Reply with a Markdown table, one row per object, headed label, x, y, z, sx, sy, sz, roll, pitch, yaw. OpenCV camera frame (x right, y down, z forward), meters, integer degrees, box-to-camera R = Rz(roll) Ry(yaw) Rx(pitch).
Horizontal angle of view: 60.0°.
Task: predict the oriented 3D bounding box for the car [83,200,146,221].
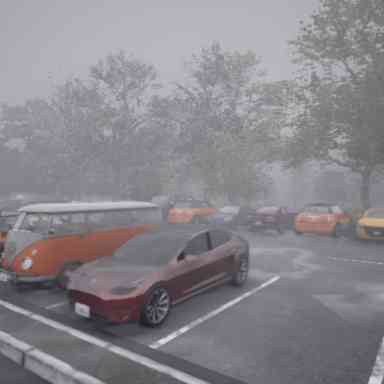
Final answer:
| label | x | y | z | sx | sy | sz | roll | pitch | yaw |
| --- | --- | --- | --- | --- | --- | --- | --- | --- | --- |
| car | -6.337 | 1.466 | 27.847 | 2.231 | 1.521 | 4.892 | 0 | 0 | 36 |

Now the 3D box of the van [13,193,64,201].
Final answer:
| label | x | y | z | sx | sy | sz | roll | pitch | yaw |
| --- | --- | --- | --- | --- | --- | --- | --- | --- | --- |
| van | -15.452 | 1.201 | 34.251 | 1.878 | 1.987 | 4.442 | 0 | 0 | 36 |

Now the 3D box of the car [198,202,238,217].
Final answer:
| label | x | y | z | sx | sy | sz | roll | pitch | yaw |
| --- | --- | --- | --- | --- | --- | --- | --- | --- | --- |
| car | 2.704 | 1.536 | 21.340 | 2.002 | 1.452 | 4.674 | 0 | 0 | 36 |

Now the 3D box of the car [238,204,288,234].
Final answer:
| label | x | y | z | sx | sy | sz | roll | pitch | yaw |
| --- | --- | --- | --- | --- | --- | --- | --- | --- | --- |
| car | 4.960 | 1.503 | 19.707 | 2.097 | 1.535 | 5.008 | 0 | 0 | 36 |

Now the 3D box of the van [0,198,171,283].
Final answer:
| label | x | y | z | sx | sy | sz | roll | pitch | yaw |
| --- | --- | --- | --- | --- | --- | --- | --- | --- | --- |
| van | -2.775 | 1.278 | 9.021 | 1.878 | 1.987 | 4.442 | 0 | 0 | 36 |

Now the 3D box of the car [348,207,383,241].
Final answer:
| label | x | y | z | sx | sy | sz | roll | pitch | yaw |
| --- | --- | --- | --- | --- | --- | --- | --- | --- | --- |
| car | 9.487 | 1.514 | 16.464 | 2.097 | 1.535 | 5.008 | 0 | 0 | 36 |

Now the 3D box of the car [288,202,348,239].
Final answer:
| label | x | y | z | sx | sy | sz | roll | pitch | yaw |
| --- | --- | --- | --- | --- | --- | --- | --- | --- | --- |
| car | 7.205 | 1.383 | 18.060 | 2.185 | 1.767 | 4.553 | 0 | 0 | 36 |

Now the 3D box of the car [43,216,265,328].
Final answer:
| label | x | y | z | sx | sy | sz | roll | pitch | yaw |
| --- | --- | --- | --- | --- | --- | --- | --- | --- | --- |
| car | -0.413 | 1.540 | 7.431 | 2.163 | 1.488 | 4.792 | 0 | 0 | 36 |

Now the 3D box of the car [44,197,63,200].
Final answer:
| label | x | y | z | sx | sy | sz | roll | pitch | yaw |
| --- | --- | --- | --- | --- | --- | --- | --- | --- | --- |
| car | -10.862 | 1.487 | 31.096 | 2.002 | 1.452 | 4.674 | 0 | 0 | 36 |

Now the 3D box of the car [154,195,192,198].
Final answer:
| label | x | y | z | sx | sy | sz | roll | pitch | yaw |
| --- | --- | --- | --- | --- | --- | --- | --- | --- | --- |
| car | -1.835 | 1.230 | 24.566 | 2.435 | 2.045 | 5.566 | 0 | 0 | 36 |

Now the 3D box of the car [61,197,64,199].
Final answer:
| label | x | y | z | sx | sy | sz | roll | pitch | yaw |
| --- | --- | --- | --- | --- | --- | --- | --- | --- | --- |
| car | -8.599 | 1.456 | 29.472 | 2.097 | 1.535 | 5.008 | 0 | 0 | 36 |

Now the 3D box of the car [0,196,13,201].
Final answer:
| label | x | y | z | sx | sy | sz | roll | pitch | yaw |
| --- | --- | --- | --- | --- | --- | --- | --- | --- | --- |
| car | -17.662 | 1.166 | 35.949 | 2.435 | 2.045 | 5.566 | 0 | 0 | 36 |

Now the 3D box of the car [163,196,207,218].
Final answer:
| label | x | y | z | sx | sy | sz | roll | pitch | yaw |
| --- | --- | --- | --- | --- | --- | --- | --- | --- | --- |
| car | 0.423 | 1.363 | 22.938 | 2.185 | 1.767 | 4.553 | 0 | 0 | 36 |
